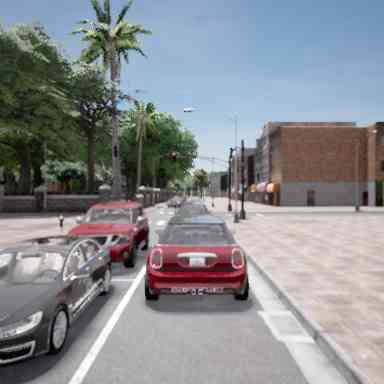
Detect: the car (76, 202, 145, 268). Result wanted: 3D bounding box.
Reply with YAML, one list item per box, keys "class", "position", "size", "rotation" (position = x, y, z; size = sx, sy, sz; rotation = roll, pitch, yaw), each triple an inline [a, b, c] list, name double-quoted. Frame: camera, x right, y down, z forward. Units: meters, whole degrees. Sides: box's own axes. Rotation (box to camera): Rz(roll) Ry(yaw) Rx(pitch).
- class: "car"
  position: [-2.638, 1.305, 11.408]
  size: [2.192, 1.841, 5.009]
  rotation: [0, 0, 0]

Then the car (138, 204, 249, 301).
- class: "car"
  position: [0.099, 1.344, 8.483]
  size: [2.097, 1.767, 4.553]
  rotation: [0, 0, 0]

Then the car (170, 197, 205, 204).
- class: "car"
  position: [0.076, 1.343, 18.257]
  size: [2.097, 1.767, 4.553]
  rotation: [0, 0, 0]

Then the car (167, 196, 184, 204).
- class: "car"
  position: [-2.636, 1.487, 49.557]
  size: [1.967, 1.590, 4.097]
  rotation: [0, 0, 0]

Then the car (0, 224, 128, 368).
- class: "car"
  position: [-2.638, 1.544, 5.945]
  size: [2.008, 1.369, 4.403]
  rotation: [0, 0, 0]

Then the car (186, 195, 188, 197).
- class: "car"
  position: [-2.634, 1.717, 78.000]
  size: [2.008, 1.369, 4.403]
  rotation: [0, 0, 0]
